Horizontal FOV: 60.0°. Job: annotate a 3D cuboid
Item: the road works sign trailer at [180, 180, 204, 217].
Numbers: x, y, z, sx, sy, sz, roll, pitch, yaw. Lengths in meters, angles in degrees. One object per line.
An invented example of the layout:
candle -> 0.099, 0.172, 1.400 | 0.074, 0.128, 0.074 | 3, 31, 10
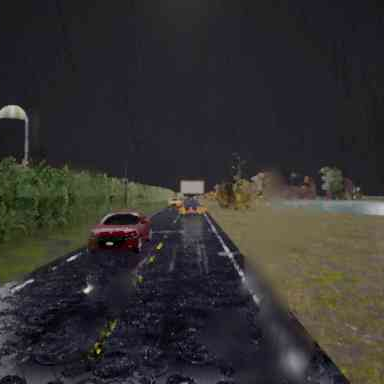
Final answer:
road works sign trailer -> 0.012, 0.591, 32.633 | 2.380, 3.560, 2.880 | 0, 0, 0

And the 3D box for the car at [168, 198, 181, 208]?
car -> -2.798, 1.718, 53.821 | 1.882, 1.535, 5.008 | 0, 0, 0

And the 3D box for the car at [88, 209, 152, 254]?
car -> -2.846, 1.524, 14.007 | 1.882, 1.535, 5.008 | 0, 0, 0
